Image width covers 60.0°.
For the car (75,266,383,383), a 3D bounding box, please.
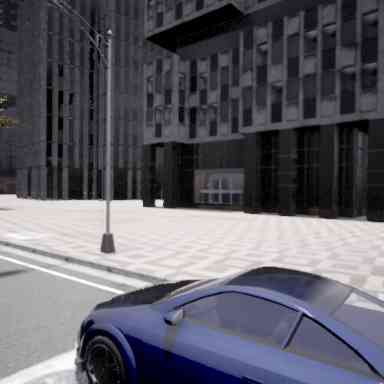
[{"bbox_3d":[0.662,1.548,3.562,4.181,1.385,1.994,1,1,36],"label":"car"}]
